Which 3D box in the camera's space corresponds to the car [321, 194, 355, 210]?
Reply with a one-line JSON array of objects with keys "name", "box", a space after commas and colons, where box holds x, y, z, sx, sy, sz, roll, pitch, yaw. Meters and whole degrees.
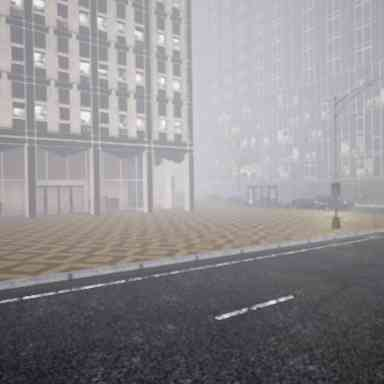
[{"name": "car", "box": [15.779, 1.047, 37.288, 2.097, 1.767, 4.553, -1, 1, -34]}]

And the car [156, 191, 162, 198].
[{"name": "car", "box": [-5.687, 0.461, 79.023, 2.192, 1.841, 5.009, -1, 1, -34]}]

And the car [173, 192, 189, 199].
[{"name": "car", "box": [-2.482, 0.782, 74.332, 1.802, 1.307, 4.206, -1, 1, -34]}]

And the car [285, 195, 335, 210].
[{"name": "car", "box": [12.917, 1.305, 36.676, 1.947, 1.339, 4.313, -1, 1, -34]}]

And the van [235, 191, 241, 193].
[{"name": "van", "box": [7.129, 0.703, 60.245, 1.690, 1.788, 3.998, -1, 1, -34]}]

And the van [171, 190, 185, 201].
[{"name": "van", "box": [-2.996, 0.816, 60.218, 1.690, 1.788, 3.998, -1, 1, -34]}]

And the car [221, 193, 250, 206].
[{"name": "car", "box": [6.571, 1.199, 46.109, 1.947, 1.339, 4.313, -1, 1, -34]}]

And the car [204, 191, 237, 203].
[{"name": "car", "box": [4.556, 1.038, 53.759, 1.812, 1.442, 4.674, -1, 1, -34]}]

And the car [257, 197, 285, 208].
[{"name": "car", "box": [9.727, 1.268, 41.382, 1.802, 1.307, 4.206, -1, 1, -34]}]
